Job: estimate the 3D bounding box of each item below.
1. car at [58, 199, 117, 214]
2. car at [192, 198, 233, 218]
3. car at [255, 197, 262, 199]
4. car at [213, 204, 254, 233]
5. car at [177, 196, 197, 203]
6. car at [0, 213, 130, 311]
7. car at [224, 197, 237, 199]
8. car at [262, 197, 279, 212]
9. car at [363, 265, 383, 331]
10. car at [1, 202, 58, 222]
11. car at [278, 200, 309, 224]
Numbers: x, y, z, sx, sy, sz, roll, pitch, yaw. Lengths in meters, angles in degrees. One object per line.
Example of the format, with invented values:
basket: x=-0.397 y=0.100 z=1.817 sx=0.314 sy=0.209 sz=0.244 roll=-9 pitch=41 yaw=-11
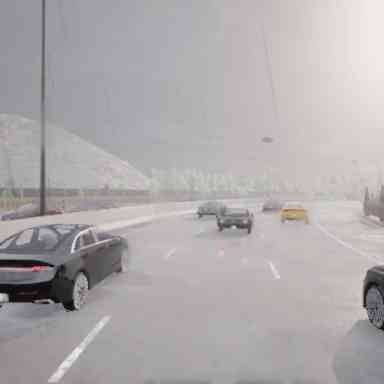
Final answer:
car: x=-7.208 y=1.314 z=24.209 sx=2.097 sy=1.767 sz=4.553 roll=0 pitch=0 yaw=15
car: x=1.992 y=1.549 z=30.072 sx=2.033 sy=1.411 sz=5.357 roll=0 pitch=0 yaw=19
car: x=13.288 y=1.634 z=64.008 sx=2.033 sy=1.411 sz=5.357 roll=0 pitch=0 yaw=40
car: x=2.711 y=1.608 z=19.920 sx=1.895 sy=1.301 sz=4.718 roll=0 pitch=0 yaw=13
car: x=-0.708 y=1.491 z=56.651 sx=1.837 sy=1.490 sz=4.892 roll=0 pitch=0 yaw=32
car: x=-2.861 y=1.477 z=7.742 sx=2.128 sy=1.511 sz=4.902 roll=0 pitch=0 yaw=5
car: x=6.836 y=1.562 z=61.468 sx=2.033 sy=1.411 sz=5.357 roll=0 pitch=0 yaw=37
car: x=9.684 y=1.597 z=39.073 sx=1.994 sy=1.385 sz=4.181 roll=0 pitch=0 yaw=26
car: x=3.845 y=1.508 z=3.959 sx=2.128 sy=1.511 sz=4.902 roll=0 pitch=0 yaw=3
car: x=-11.057 y=1.471 z=23.323 sx=1.812 sy=1.442 sz=4.674 roll=0 pitch=0 yaw=14
car: x=7.923 y=1.507 z=25.612 sx=1.882 sy=1.535 sz=5.008 roll=0 pitch=0 yaw=18
